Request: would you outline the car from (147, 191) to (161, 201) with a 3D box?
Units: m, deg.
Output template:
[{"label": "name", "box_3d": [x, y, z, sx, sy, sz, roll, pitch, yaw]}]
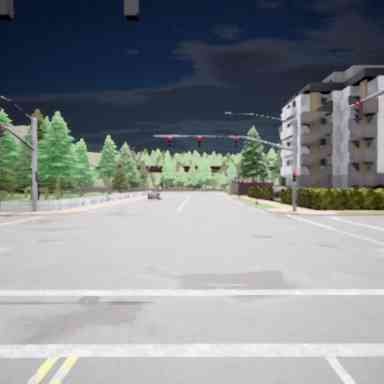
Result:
[{"label": "car", "box_3d": [-6.237, 0.641, 55.275, 1.812, 1.442, 4.674, 0, 1, 1]}]
